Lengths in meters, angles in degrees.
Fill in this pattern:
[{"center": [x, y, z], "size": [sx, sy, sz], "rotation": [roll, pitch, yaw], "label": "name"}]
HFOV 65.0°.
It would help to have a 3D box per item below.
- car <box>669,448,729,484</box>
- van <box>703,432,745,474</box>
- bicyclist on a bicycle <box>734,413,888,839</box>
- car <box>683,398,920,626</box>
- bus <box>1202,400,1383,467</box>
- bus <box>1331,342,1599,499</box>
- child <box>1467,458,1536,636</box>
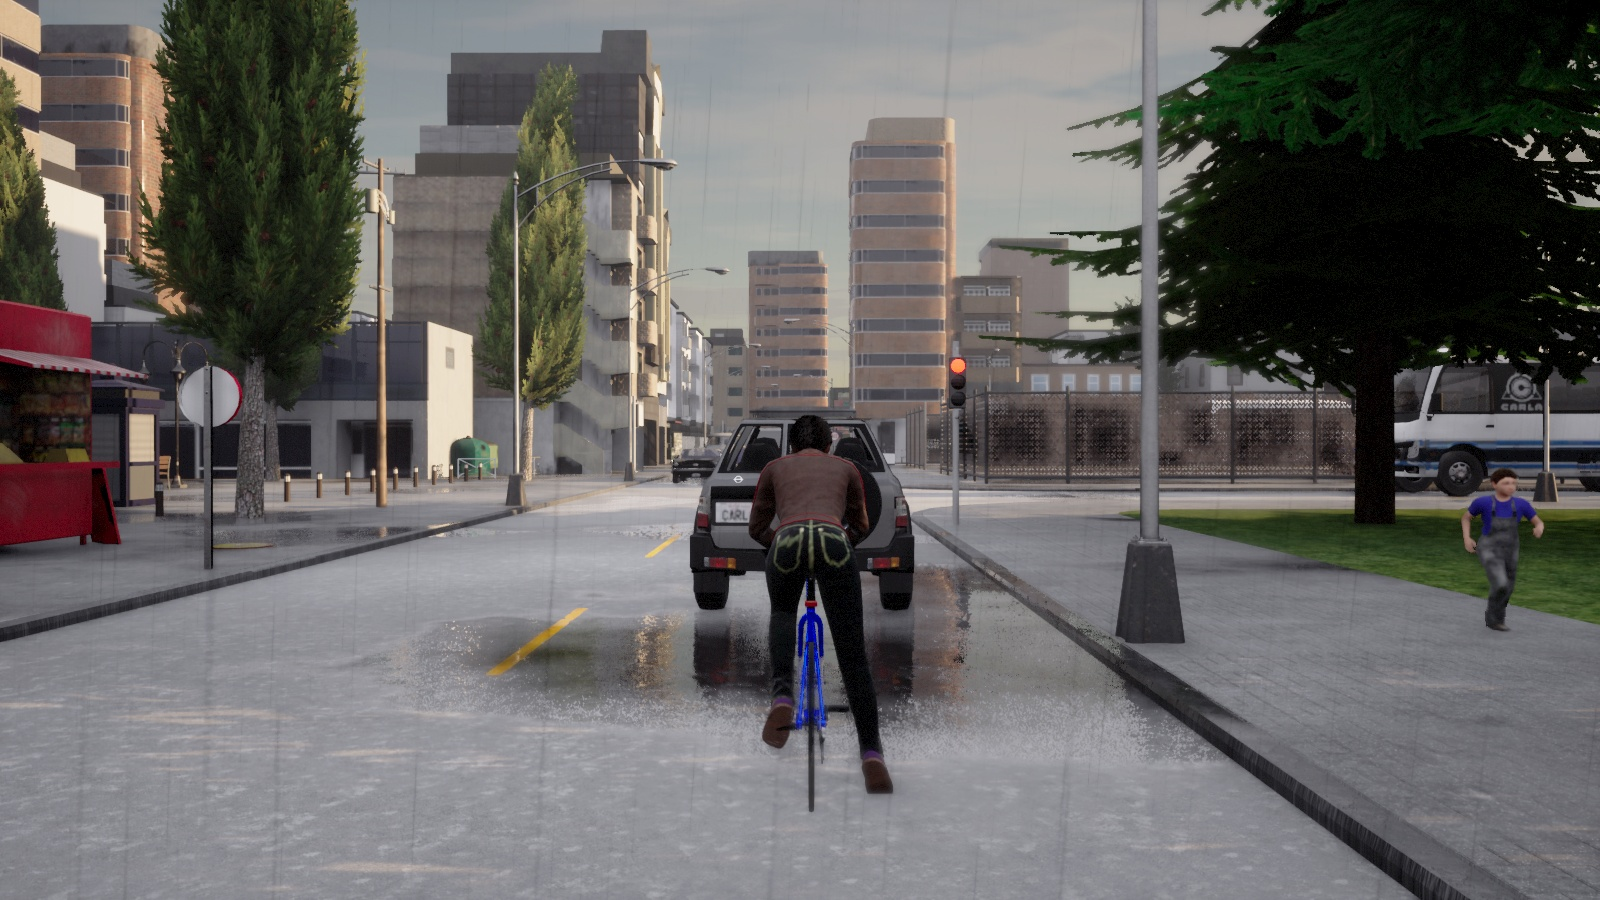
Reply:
[{"center": [-3.762, 0.575, 47.583], "size": [1.895, 1.301, 4.718], "rotation": [0, 0, 0], "label": "car"}, {"center": [-3.698, 0.148, 61.955], "size": [1.775, 1.987, 4.442], "rotation": [0, 0, 0], "label": "van"}, {"center": [0.048, 0.668, 5.601], "size": [0.582, 1.620, 1.656], "rotation": [0, 0, 0], "label": "bicyclist on a bicycle"}, {"center": [0.062, 0.493, 12.525], "size": [1.932, 1.855, 4.605], "rotation": [0, 0, 1], "label": "car"}, {"center": [31.817, -1.065, 81.548], "size": [10.273, 4.253, 3.944], "rotation": [0, 0, 4], "label": "bus"}, {"center": [21.274, -0.817, 36.157], "size": [10.273, 4.253, 3.944], "rotation": [0, 0, 0], "label": "bus"}, {"center": [5.090, 0.689, 9.123], "size": [0.270, 1.263, 0.437], "rotation": [0, 0, 4], "label": "child"}]
